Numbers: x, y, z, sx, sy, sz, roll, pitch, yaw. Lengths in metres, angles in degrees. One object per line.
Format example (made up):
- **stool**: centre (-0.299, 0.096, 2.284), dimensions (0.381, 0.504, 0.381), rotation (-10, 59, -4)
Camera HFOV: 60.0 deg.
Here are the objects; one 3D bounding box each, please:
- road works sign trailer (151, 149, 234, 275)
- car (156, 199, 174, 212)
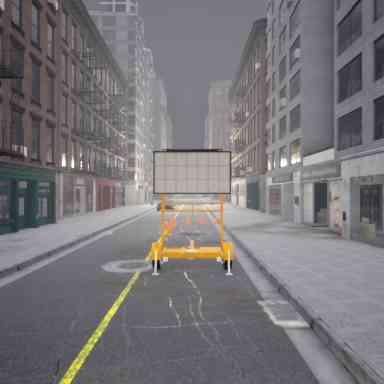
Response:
- **road works sign trailer**: centre (0.010, 0.462, 10.405), dimensions (2.380, 3.560, 2.880), rotation (0, 0, 0)
- **car**: centre (-2.987, 1.531, 38.171), dimensions (2.033, 1.411, 5.357), rotation (0, 0, 0)
